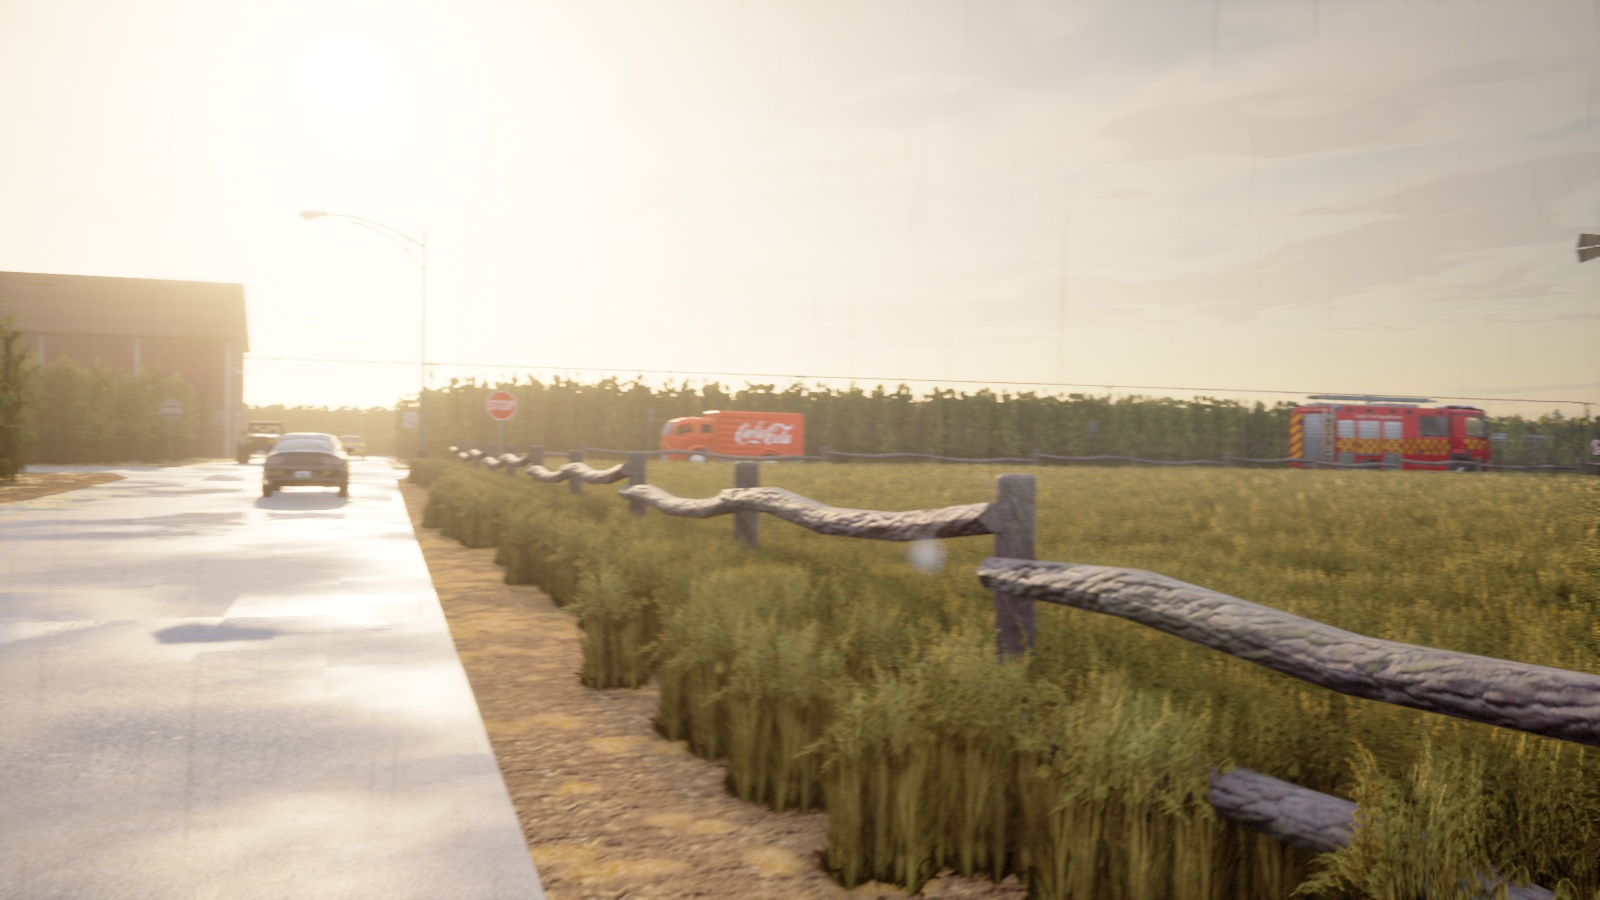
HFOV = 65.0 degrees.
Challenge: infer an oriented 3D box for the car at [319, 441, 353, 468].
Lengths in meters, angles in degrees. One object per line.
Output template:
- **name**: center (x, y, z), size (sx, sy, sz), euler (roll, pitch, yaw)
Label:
- **car**: center (-27.855, 0.268, 75.497), size (1.801, 1.575, 5.366), euler (0, 0, -19)

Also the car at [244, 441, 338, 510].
- **car**: center (-11.823, 0.534, 29.415), size (1.812, 1.442, 4.674), euler (0, 1, -19)

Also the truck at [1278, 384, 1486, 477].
- **truck**: center (25.095, -0.808, 54.142), size (8.468, 3.827, 2.891), euler (0, 0, -19)

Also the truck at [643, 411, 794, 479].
- **truck**: center (-3.108, -0.196, 47.748), size (5.204, 2.467, 2.627), euler (0, 0, -19)

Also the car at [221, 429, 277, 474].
- **car**: center (-23.684, 0.056, 54.070), size (1.905, 1.878, 3.866), euler (0, 0, -19)
